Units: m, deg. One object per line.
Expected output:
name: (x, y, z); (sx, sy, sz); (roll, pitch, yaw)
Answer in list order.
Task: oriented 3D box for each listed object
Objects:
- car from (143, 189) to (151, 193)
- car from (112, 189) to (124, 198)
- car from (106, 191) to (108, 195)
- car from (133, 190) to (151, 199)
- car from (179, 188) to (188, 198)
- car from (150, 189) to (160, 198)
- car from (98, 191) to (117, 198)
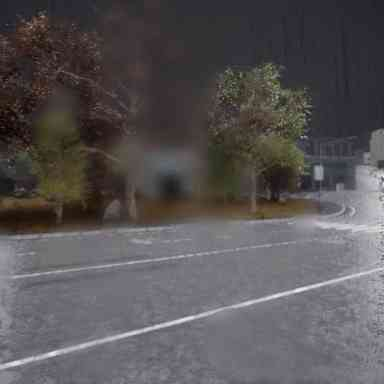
car: (-8.534, 0.316, 71.266); (2.435, 2.045, 5.566); (-1, 1, 17)
car: (-15.625, 0.305, 76.634); (2.435, 2.045, 5.566); (0, 2, 18)
car: (-17.970, 0.531, 78.494); (2.231, 1.521, 4.892); (-1, 2, 18)
car: (-10.894, 0.447, 73.069); (2.185, 1.767, 4.553); (-1, 2, 17)
car: (-1.391, 0.238, 65.929); (2.435, 2.045, 5.566); (-2, 1, 16)
car: (-6.199, 0.554, 69.270); (1.946, 1.575, 5.366); (-1, 2, 17)
car: (-20.297, 0.493, 80.338); (2.097, 1.535, 5.008); (0, 2, 18)
